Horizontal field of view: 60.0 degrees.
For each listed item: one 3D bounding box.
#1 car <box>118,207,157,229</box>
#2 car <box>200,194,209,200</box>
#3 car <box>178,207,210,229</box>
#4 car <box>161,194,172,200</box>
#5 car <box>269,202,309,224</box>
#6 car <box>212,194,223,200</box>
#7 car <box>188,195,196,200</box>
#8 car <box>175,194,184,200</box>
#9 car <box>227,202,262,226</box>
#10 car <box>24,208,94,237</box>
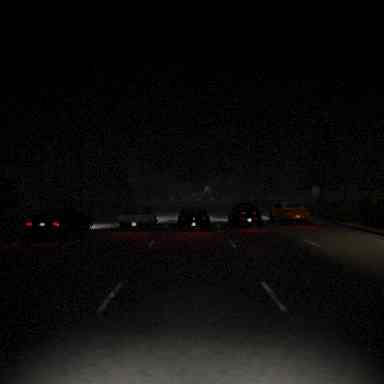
[{"bbox_3d":[-3.395,1.591,21.707,1.895,1.301,4.718,0,0,0],"label":"car"},{"bbox_3d":[3.518,1.550,87.885,1.895,1.301,4.718,0,0,0],"label":"car"},{"bbox_3d":[0.105,1.591,21.706,1.895,1.301,4.718,0,0,0],"label":"car"},{"bbox_3d":[-6.982,1.311,88.627,2.097,1.767,4.553,0,0,0],"label":"car"},{"bbox_3d":[7.106,1.467,24.791,1.882,1.535,5.008,0,0,0],"label":"car"},{"bbox_3d":[7.018,1.495,87.854,2.033,1.411,5.357,0,0,0],"label":"car"},{"bbox_3d":[0.018,1.480,88.272,1.812,1.442,4.674,0,0,0],"label":"car"},{"bbox_3d":[-3.482,1.550,87.886,1.895,1.301,4.718,0,0,0],"label":"car"},{"bbox_3d":[3.604,1.495,23.284,1.837,1.490,4.892,0,0,0],"label":"car"},{"bbox_3d":[-6.896,1.539,17.814,2.033,1.411,5.357,0,0,0],"label":"car"}]
